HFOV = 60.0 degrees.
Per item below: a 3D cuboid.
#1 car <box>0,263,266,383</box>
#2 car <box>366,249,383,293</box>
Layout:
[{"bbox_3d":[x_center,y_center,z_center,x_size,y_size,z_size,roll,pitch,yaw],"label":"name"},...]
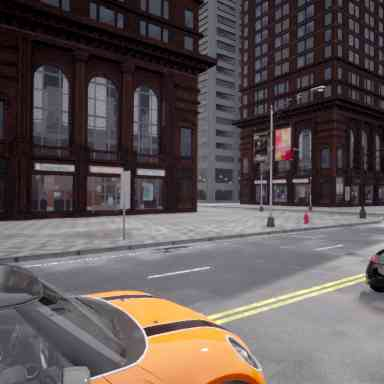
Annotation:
[{"bbox_3d":[-1.550,1.352,2.334,4.553,1.767,2.097,0,0,-36],"label":"car"},{"bbox_3d":[5.877,1.576,7.654,4.181,1.385,1.994,0,0,-35],"label":"car"}]
